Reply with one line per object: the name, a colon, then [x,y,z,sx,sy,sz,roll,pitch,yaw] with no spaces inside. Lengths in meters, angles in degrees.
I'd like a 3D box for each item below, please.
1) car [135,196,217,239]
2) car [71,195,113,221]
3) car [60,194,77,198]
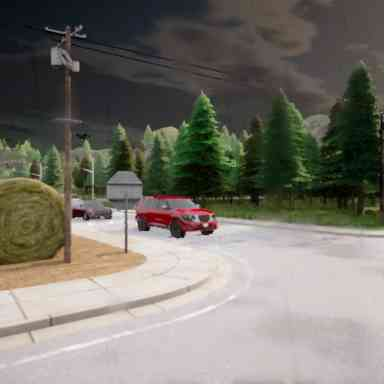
car: [-1.048,1.253,18.286,2.150,2.045,5.566,0,0,-38]
car: [-8.339,1.383,27.499,2.097,1.767,4.553,0,0,-38]
car: [-16.620,1.251,43.832,2.150,2.045,5.566,0,0,-38]
